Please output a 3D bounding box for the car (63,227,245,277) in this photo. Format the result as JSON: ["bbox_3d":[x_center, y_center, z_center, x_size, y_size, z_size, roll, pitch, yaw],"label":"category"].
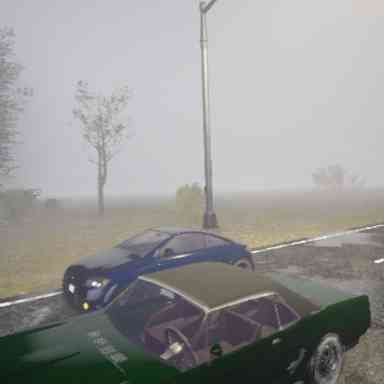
[{"bbox_3d":[-0.591,1.498,7.260,4.181,1.385,1.994,-3,2,-35],"label":"car"}]

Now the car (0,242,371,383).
[{"bbox_3d":[-0.133,1.613,3.599,4.718,1.301,1.895,-3,2,-35],"label":"car"}]
